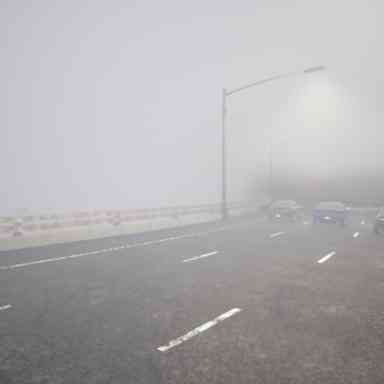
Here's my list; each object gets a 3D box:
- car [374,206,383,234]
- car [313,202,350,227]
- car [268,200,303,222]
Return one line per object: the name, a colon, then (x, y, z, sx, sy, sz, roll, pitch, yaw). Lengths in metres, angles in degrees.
car: (10.994, 1.477, 18.045, 1.812, 1.442, 4.674, 0, 0, 31)
car: (9.460, 1.408, 22.390, 1.882, 1.535, 5.008, 0, 0, 30)
car: (7.263, 1.418, 25.643, 1.837, 1.490, 4.892, 1, 0, 28)
